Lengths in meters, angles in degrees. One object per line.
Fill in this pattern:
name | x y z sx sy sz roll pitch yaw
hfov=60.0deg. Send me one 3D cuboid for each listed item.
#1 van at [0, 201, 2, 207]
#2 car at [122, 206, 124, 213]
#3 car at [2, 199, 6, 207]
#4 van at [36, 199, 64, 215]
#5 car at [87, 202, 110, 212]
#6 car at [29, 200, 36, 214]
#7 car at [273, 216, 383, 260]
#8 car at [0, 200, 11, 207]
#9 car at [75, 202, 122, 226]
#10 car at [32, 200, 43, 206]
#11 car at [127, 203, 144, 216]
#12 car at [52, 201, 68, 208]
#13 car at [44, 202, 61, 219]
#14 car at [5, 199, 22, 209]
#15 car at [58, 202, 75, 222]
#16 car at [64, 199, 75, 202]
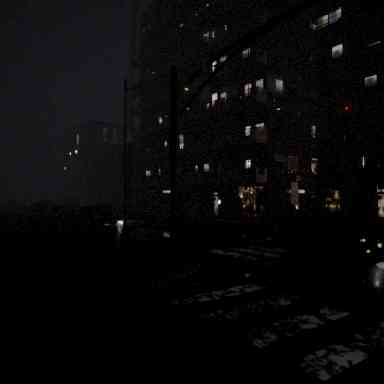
van | -39.543 2.412 71.360 1.690 1.788 3.998 -1 0 -35
car | -8.393 1.937 32.075 1.812 1.442 4.674 0 -1 -35
car | -36.334 2.543 66.860 1.887 1.381 4.507 -1 0 -35
van | -17.105 1.900 39.860 1.690 1.788 3.998 -1 0 -35
car | -13.687 2.192 48.649 1.947 1.339 4.313 -1 0 -35
car | -20.309 2.073 44.360 1.967 1.590 4.097 -1 0 -35
car | 5.231 1.654 12.946 1.994 1.385 4.181 0 -1 -35
car | -42.647 2.666 75.721 1.752 1.417 4.829 -1 0 -35
car | -7.487 1.777 26.360 1.967 1.590 4.097 -1 0 -35
car | -39.313 2.774 84.625 1.947 1.339 4.313 -1 0 -35
car | -7.380 2.006 39.793 1.752 1.417 4.829 -1 0 -35
car | -26.501 2.462 66.637 1.887 1.381 4.507 -1 0 -35
car | -13.896 2.036 35.359 2.008 1.369 4.403 -1 0 -35
car | -33.131 2.365 62.360 1.967 1.590 4.097 -1 0 -35
car | -10.593 1.934 30.721 1.752 1.417 4.829 -1 0 -35
car | -23.301 2.160 62.140 2.192 1.841 5.009 -1 0 -35
